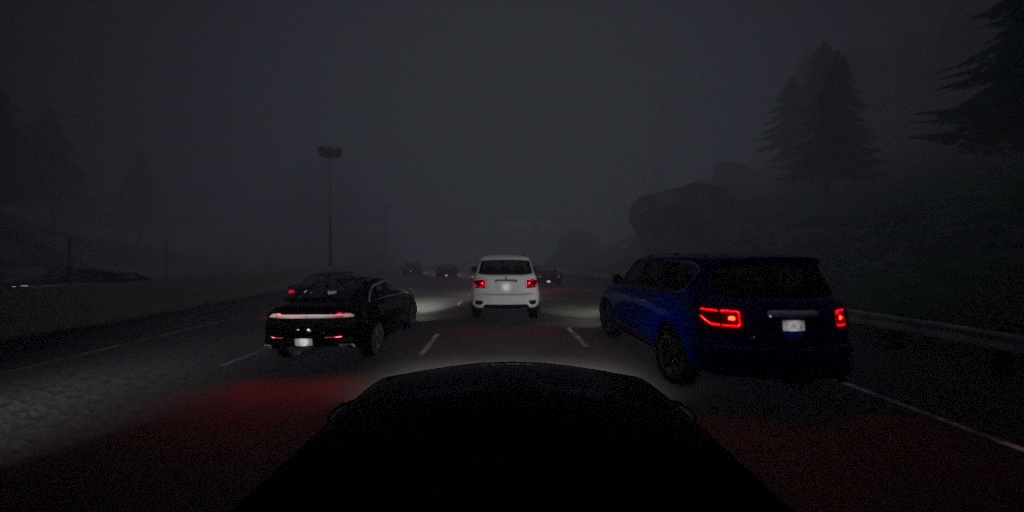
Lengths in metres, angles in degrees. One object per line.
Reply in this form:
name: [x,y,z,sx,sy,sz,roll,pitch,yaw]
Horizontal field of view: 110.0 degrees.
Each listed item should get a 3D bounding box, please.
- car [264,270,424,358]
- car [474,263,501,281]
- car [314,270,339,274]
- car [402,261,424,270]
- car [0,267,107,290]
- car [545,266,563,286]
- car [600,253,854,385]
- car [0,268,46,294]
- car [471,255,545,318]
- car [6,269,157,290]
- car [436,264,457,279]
car: [-3.628,1.254,8.518,2.128,1.511,4.902,0,0,-2]
car: [-2.196,1.342,31.193,1.994,1.385,4.181,0,0,-8]
car: [-7.462,1.324,15.320,2.033,1.411,5.357,0,0,-4]
car: [-10.277,1.291,37.321,2.128,1.511,4.902,0,0,-10]
car: [-21.863,1.299,17.416,2.128,1.511,4.902,0,0,-5]
car: [2.120,1.366,25.355,1.895,1.301,4.718,0,0,-7]
car: [3.446,0.969,7.158,2.150,2.045,5.566,0,0,-2]
car: [-29.076,1.389,19.563,1.994,1.385,4.181,0,0,-5]
car: [-0.328,0.982,13.254,2.150,2.045,5.566,0,0,-3]
car: [-18.239,1.400,15.953,1.895,1.301,4.718,0,0,-4]
car: [-6.002,1.389,33.166,1.895,1.301,4.718,0,0,-9]
